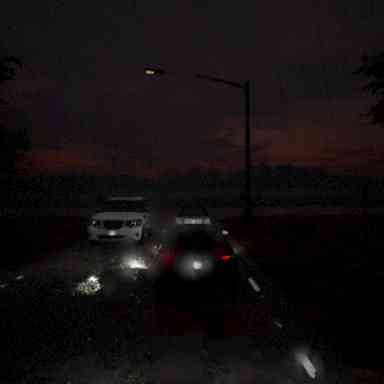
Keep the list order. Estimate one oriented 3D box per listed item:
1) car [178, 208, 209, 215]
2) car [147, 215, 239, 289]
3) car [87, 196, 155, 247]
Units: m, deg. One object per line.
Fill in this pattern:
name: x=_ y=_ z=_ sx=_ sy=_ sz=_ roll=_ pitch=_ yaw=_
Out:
car: x=0.075 y=1.590 z=20.057 sx=1.895 sy=1.301 sz=4.718 roll=0 pitch=0 yaw=0
car: x=0.092 y=1.556 z=9.188 sx=1.994 sy=1.385 sz=4.181 roll=0 pitch=0 yaw=0
car: x=-3.002 y=1.214 z=15.287 sx=2.150 sy=2.045 sz=5.566 roll=0 pitch=0 yaw=0
